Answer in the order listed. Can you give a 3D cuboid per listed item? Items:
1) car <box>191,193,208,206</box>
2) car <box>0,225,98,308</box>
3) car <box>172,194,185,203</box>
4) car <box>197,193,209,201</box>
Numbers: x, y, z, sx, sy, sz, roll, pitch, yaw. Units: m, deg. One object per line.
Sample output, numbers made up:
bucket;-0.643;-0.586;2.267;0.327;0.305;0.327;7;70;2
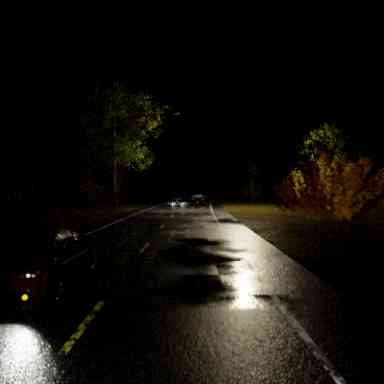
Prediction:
car;0.868;1.080;45.074;2.128;1.511;4.902;0;1;3
car;-3.634;1.506;7.768;1.994;1.385;4.181;0;0;0
car;-2.245;1.026;54.971;1.812;1.442;4.674;0;1;4
car;2.130;0.940;64.321;2.033;1.411;5.357;0;1;5
